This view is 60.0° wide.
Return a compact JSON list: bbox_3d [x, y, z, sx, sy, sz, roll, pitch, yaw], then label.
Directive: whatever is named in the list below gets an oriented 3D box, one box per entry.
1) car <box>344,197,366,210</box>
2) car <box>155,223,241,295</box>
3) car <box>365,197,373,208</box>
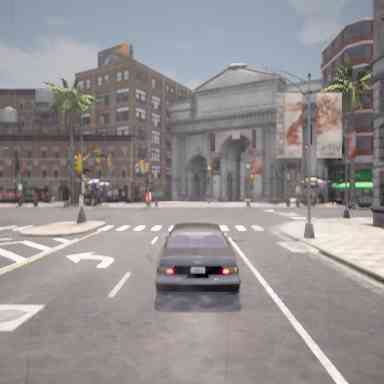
[{"bbox_3d":[21.361,1.429,41.067,4.892,1.490,1.837,0,0,1],"label":"car"},{"bbox_3d":[0.118,1.531,8.839,2.033,1.411,5.357,0,0,0],"label":"car"},{"bbox_3d":[22.884,1.423,37.544,4.902,1.511,2.128,0,0,1],"label":"car"}]
